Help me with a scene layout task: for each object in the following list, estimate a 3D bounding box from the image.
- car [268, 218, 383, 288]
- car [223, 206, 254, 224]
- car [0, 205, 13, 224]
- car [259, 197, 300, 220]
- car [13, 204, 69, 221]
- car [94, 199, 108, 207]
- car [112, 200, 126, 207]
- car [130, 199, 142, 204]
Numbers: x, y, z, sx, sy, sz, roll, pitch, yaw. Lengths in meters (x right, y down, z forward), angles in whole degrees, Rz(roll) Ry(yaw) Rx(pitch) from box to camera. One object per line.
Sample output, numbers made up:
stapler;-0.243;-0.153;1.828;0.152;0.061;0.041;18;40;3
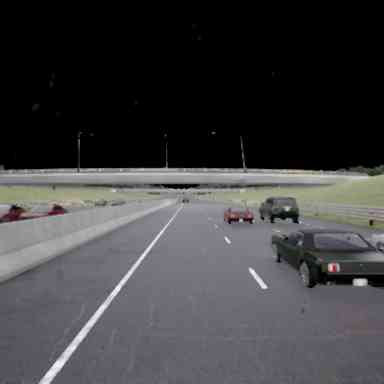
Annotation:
car;3.590;1.654;9.316;1.895;1.301;4.718;0;0;0
car;3.530;1.787;26.212;1.895;1.301;4.718;0;-1;0
car;-14.159;1.702;25.195;1.812;1.442;4.674;0;-1;0
car;7.025;1.419;27.228;2.150;2.045;5.566;0;-1;0
car;-10.659;1.646;24.359;1.882;1.535;5.008;0;-1;0
car;-17.936;2.189;65.895;1.837;1.490;4.892;0;-1;-1
car;-14.437;2.232;65.958;2.033;1.411;5.357;0;-1;-1
car;-10.937;2.189;65.402;2.128;1.511;4.902;0;-1;0
